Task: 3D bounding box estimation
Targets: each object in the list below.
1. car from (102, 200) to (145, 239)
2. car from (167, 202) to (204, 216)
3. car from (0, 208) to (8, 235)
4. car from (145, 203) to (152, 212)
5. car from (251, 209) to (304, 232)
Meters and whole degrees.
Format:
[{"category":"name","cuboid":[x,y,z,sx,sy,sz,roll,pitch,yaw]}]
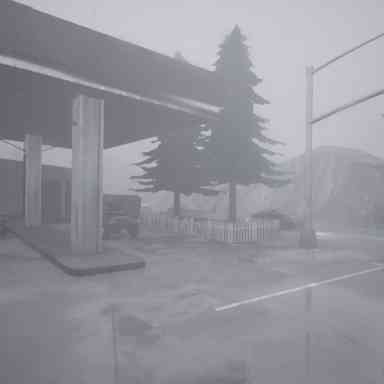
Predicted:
[{"category":"car","cuboid":[-4.508,1.446,18.283,1.905,1.878,3.866,1,0,-36]},{"category":"car","cuboid":[-0.696,1.722,31.856,1.812,1.442,4.674,1,0,-35]},{"category":"car","cuboid":[-11.639,1.520,18.489,2.242,1.667,4.611,1,0,-36]},{"category":"car","cuboid":[-6.580,1.654,40.204,1.812,1.442,4.674,1,0,-35]},{"category":"car","cuboid":[5.916,1.838,22.463,1.994,1.385,4.181,1,0,-35]}]
